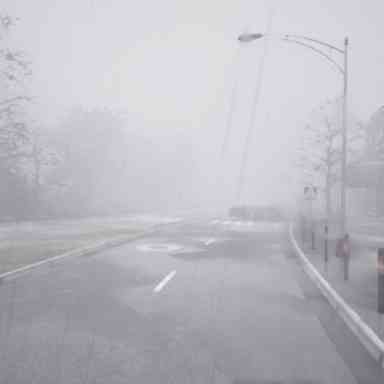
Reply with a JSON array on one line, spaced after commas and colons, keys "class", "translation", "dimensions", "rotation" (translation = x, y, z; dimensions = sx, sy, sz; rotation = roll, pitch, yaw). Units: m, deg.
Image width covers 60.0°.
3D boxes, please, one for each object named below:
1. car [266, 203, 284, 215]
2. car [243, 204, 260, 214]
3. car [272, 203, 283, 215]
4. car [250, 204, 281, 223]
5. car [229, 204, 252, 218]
[{"class": "car", "translation": [11.757, 2.358, 46.804], "dimensions": [2.128, 1.511, 4.902], "rotation": [1, -1, 17]}, {"class": "car", "translation": [8.517, 2.404, 47.326], "dimensions": [1.895, 1.301, 4.718], "rotation": [1, -1, 17]}, {"class": "car", "translation": [9.016, 2.213, 37.763], "dimensions": [1.994, 1.385, 4.181], "rotation": [1, -1, 17]}, {"class": "car", "translation": [6.810, 2.038, 30.461], "dimensions": [1.994, 1.385, 4.181], "rotation": [1, -1, 17]}, {"class": "car", "translation": [5.305, 2.026, 36.712], "dimensions": [1.882, 1.535, 5.008], "rotation": [1, -1, 17]}]
